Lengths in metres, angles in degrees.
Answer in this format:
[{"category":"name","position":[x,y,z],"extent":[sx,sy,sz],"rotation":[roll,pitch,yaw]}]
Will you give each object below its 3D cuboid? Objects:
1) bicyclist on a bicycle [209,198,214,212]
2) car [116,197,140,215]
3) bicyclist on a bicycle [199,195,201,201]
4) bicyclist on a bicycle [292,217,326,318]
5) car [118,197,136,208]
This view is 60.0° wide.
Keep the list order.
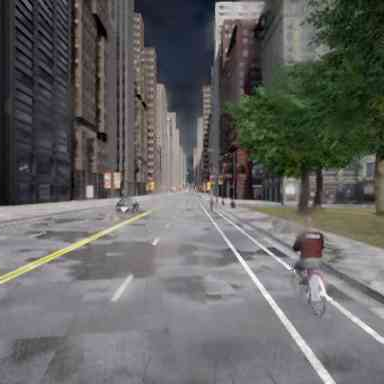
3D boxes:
[{"category":"bicyclist on a bicycle","position":[2.264,1.486,38.341],"extent":[0.582,1.620,1.656],"rotation":[0,0,0]},{"category":"car","position":[-6.591,1.518,34.671],"extent":[2.128,1.511,4.902],"rotation":[0,0,0]},{"category":"bicyclist on a bicycle","position":[2.275,1.599,92.411],"extent":[0.582,1.620,1.656],"rotation":[0,0,0]},{"category":"bicyclist on a bicycle","position":[2.240,1.370,6.539],"extent":[0.659,1.776,1.843],"rotation":[0,0,0]},{"category":"car","position":[-9.776,1.569,50.462],"extent":[1.837,1.490,4.892],"rotation":[0,-1,0]}]
